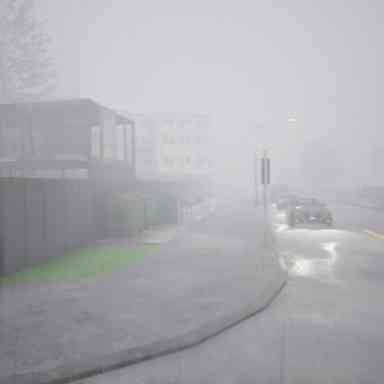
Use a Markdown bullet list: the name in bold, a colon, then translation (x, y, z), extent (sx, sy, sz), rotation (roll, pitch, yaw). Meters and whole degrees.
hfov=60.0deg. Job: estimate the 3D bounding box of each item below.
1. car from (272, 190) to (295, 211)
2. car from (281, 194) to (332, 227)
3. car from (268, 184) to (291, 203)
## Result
- **car**: translation (7.892, 0.765, 27.416), extent (1.895, 1.301, 4.718), rotation (-1, 1, 11)
- **car**: translation (6.058, 1.002, 17.689), extent (1.994, 1.385, 4.181), rotation (-1, 1, 11)
- **car**: translation (9.857, 0.097, 37.608), extent (2.150, 2.045, 5.566), rotation (-1, 1, 11)
